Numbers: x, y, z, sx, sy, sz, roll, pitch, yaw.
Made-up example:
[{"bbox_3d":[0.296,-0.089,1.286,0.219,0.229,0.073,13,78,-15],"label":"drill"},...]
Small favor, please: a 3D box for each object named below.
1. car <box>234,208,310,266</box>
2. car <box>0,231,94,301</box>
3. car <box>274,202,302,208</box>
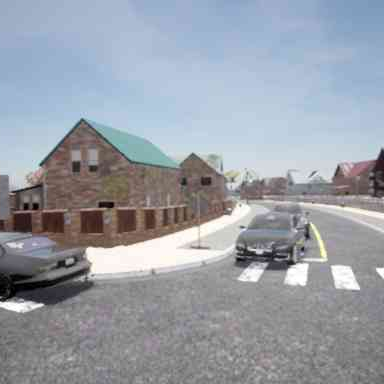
[{"bbox_3d":[2.925,1.519,11.877,1.837,1.490,4.892,-1,-1,24],"label":"car"},{"bbox_3d":[-5.260,1.771,8.611,5.357,1.411,2.033,-2,0,18],"label":"car"},{"bbox_3d":[5.142,1.377,17.851,2.097,1.767,4.553,-1,0,17],"label":"car"}]
